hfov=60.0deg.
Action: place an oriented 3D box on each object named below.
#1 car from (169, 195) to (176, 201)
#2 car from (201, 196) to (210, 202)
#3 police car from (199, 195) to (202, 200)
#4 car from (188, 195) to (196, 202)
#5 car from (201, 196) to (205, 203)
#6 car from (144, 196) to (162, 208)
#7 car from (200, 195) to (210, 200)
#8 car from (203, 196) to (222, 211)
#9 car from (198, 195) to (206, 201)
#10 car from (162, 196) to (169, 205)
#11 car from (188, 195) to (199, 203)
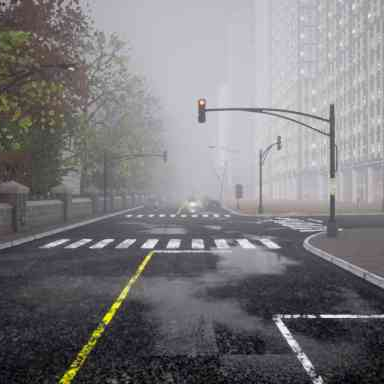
[{"bbox_3d":[-5.692,1.626,86.565,1.887,1.381,4.507,0,0,0],"label":"car"},{"bbox_3d":[3.146,1.590,76.818,1.812,1.442,4.674,0,0,0],"label":"car"},{"bbox_3d":[3.132,1.478,69.928,1.930,1.638,5.238,0,0,0],"label":"police car"},{"bbox_3d":[-0.004,1.570,80.044,1.837,1.490,4.892,0,0,0],"label":"car"},{"bbox_3d":[2.689,1.592,47.139,1.947,1.339,4.313,0,0,0],"label":"car"},{"bbox_3d":[-5.691,1.608,47.138,1.802,1.307,4.206,0,0,0],"label":"car"},{"bbox_3d":[2.689,1.597,52.771,1.947,1.339,4.313,0,0,0],"label":"car"},{"bbox_3d":[2.689,1.587,41.506,1.947,1.339,4.313,0,0,0],"label":"car"},{"bbox_3d":[2.688,1.642,92.197,2.008,1.369,4.403,0,0,0],"label":"car"},{"bbox_3d":[-5.691,1.478,58.404,1.967,1.590,4.097,0,0,0],"label":"car"},{"bbox_3d":[0.042,1.566,71.027,2.128,1.511,4.902,0,0,0],"label":"car"}]
